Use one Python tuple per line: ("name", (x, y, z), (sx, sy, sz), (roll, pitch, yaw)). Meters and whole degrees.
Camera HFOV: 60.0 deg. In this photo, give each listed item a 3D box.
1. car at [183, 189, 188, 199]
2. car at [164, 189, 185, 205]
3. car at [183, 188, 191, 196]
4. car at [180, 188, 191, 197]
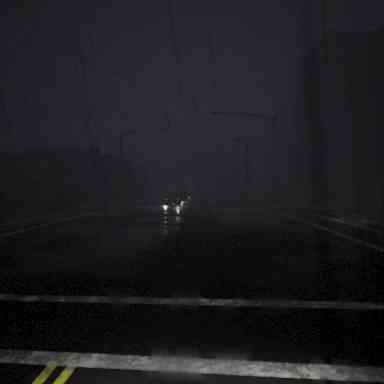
("car", (-2.031, 0.655, 50.615), (1.994, 1.385, 4.181), (0, 1, 2))
("car", (-2.328, 0.793, 41.733), (1.837, 1.490, 4.892), (0, 1, 2))
("car", (-1.717, 0.442, 59.471), (2.033, 1.411, 5.357), (0, 1, 2))
("car", (-1.379, 0.018, 69.658), (2.097, 1.767, 4.553), (0, 1, 2))
